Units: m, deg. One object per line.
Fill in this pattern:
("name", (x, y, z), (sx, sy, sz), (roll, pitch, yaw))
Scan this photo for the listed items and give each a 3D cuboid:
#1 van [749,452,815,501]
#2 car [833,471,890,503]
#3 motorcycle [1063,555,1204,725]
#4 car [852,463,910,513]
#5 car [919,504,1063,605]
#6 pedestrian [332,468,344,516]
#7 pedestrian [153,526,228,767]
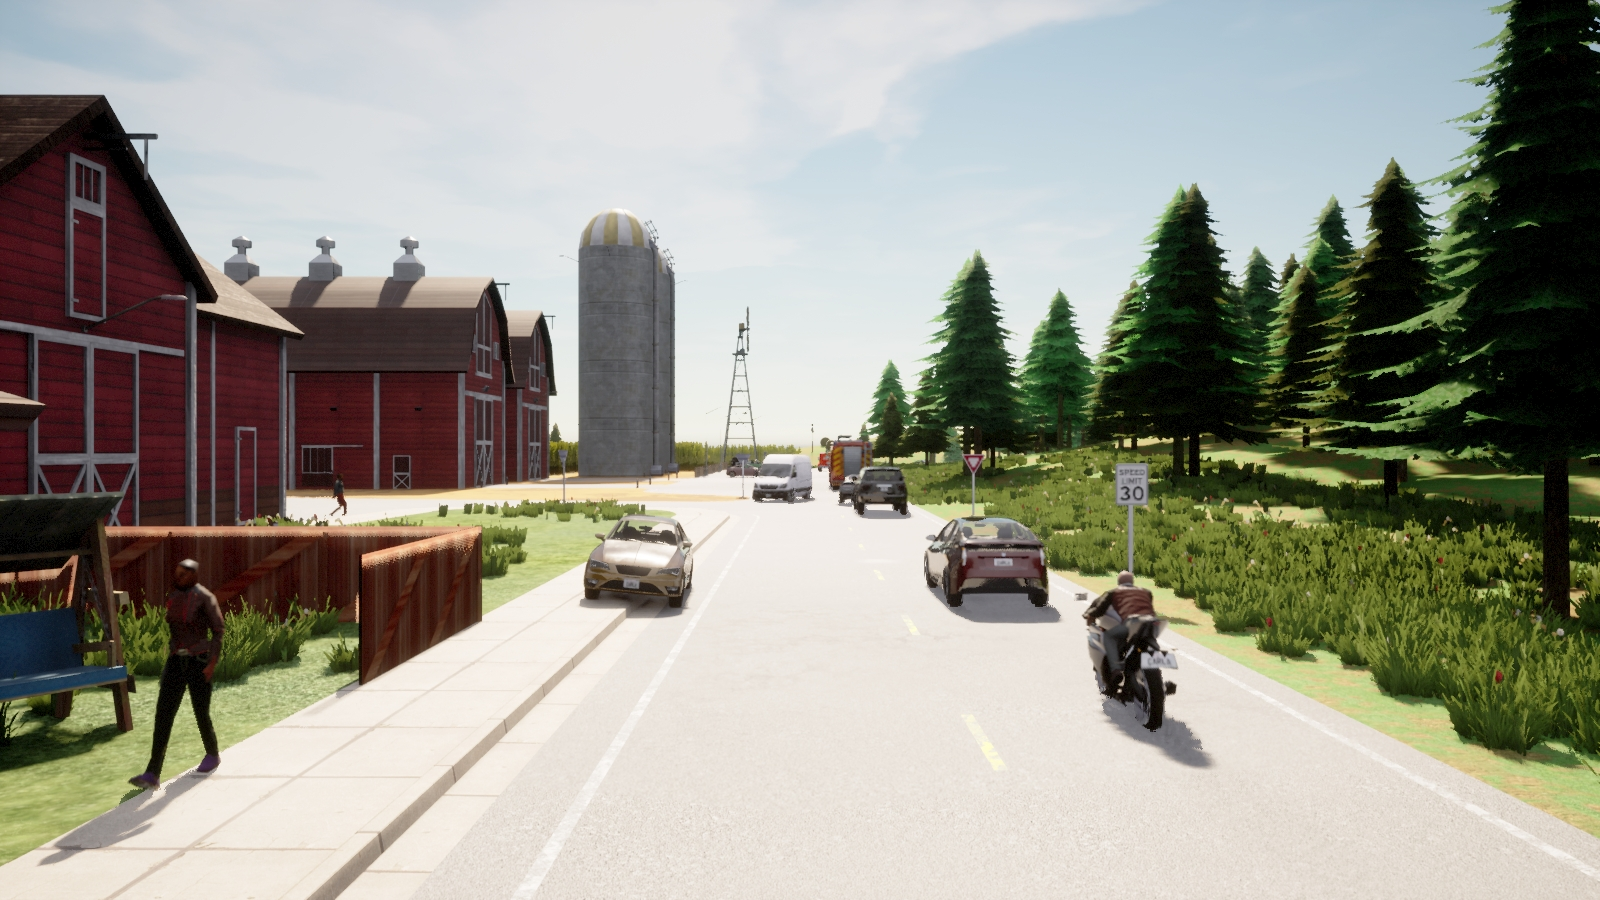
("van", (-0.913, 1.393, 62.821), (1.988, 2.561, 5.915), (1, 0, 15))
("car", (3.293, 1.907, 60.417), (2.128, 1.511, 4.902), (0, 0, 14))
("motorcycle", (3.519, 1.961, 12.293), (0.867, 1.460, 2.209), (0, 0, 0))
("car", (3.550, 1.621, 51.003), (2.150, 2.045, 5.566), (0, 0, 0))
("car", (3.523, 1.900, 21.900), (2.007, 1.525, 4.514), (0, 0, 0))
("pedestrian", (-17.938, 1.614, 44.349), (0.375, 1.860, 0.375), (0, 0, -8))
("pedestrian", (-4.881, 1.555, 9.159), (0.375, 1.860, 0.375), (0, 0, 9))
